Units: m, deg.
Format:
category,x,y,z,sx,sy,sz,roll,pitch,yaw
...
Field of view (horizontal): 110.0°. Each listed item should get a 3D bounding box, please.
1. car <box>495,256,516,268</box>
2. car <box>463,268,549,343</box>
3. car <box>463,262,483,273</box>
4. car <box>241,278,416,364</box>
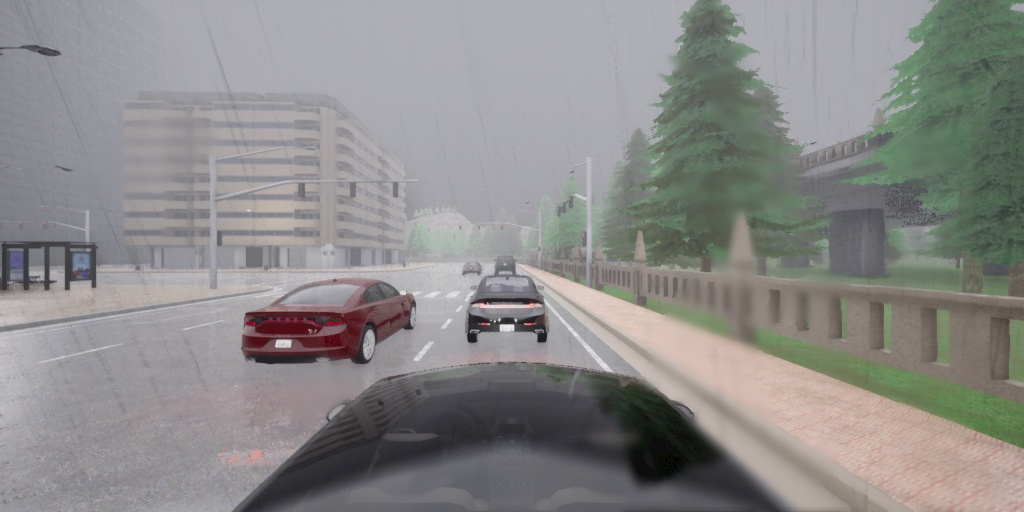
category,x,y,z,sx,sy,sz,roll,pitch,yaw
car,-0.727,0.969,39.367,2.150,2.045,5.566,0,0,-1
car,-0.128,1.241,9.667,2.128,1.511,4.902,0,0,-1
car,-4.229,1.301,38.689,2.033,1.411,5.357,0,0,-1
car,-3.596,1.227,8.105,1.882,1.535,5.008,0,0,0
